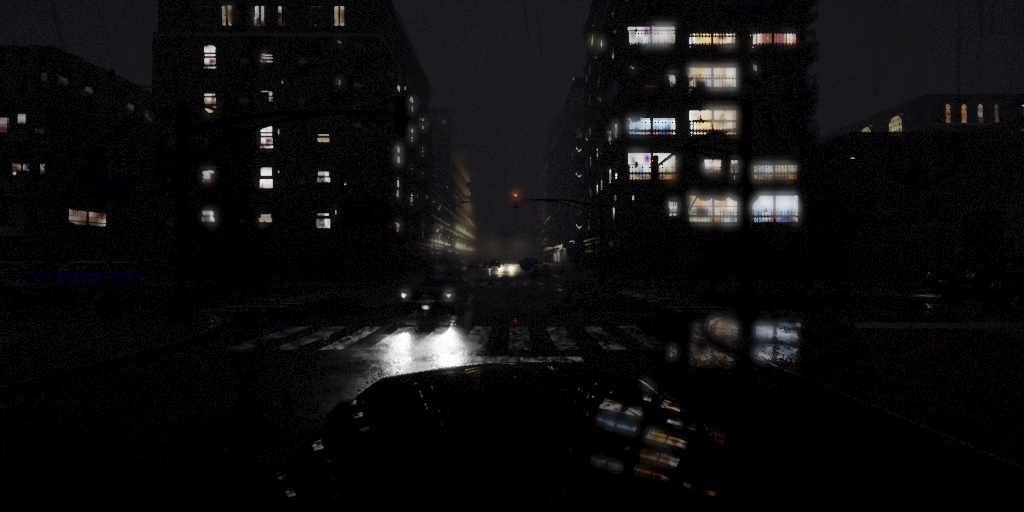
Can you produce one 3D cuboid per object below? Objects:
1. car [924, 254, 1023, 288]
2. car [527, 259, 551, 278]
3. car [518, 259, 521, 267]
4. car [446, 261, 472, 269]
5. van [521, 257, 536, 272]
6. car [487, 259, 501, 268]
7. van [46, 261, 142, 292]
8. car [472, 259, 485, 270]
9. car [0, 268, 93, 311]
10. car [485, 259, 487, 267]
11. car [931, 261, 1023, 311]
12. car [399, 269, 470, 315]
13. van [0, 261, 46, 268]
[{"bbox_3d":[24.915,0.940,18.480,5.566,2.045,2.150,0,-1,1],"label":"car"},{"bbox_3d":[2.615,1.290,33.555,1.751,1.417,4.829,0,0,0],"label":"car"},{"bbox_3d":[2.436,1.100,53.041,2.192,1.841,5.009,0,0,0],"label":"car"},{"bbox_3d":[-5.531,1.317,35.990,2.007,1.370,4.403,0,0,0],"label":"car"},{"bbox_3d":[2.482,1.119,47.388,1.690,1.789,3.998,0,0,0],"label":"van"},{"bbox_3d":[-2.899,1.197,60.147,1.837,1.490,4.892,0,0,0],"label":"car"},{"bbox_3d":[-24.858,1.191,21.580,3.998,1.789,1.690,0,0,1],"label":"van"},{"bbox_3d":[-5.445,1.367,52.963,1.802,1.307,4.207,0,0,0],"label":"car"},{"bbox_3d":[-19.367,1.290,13.628,4.403,1.370,2.007,0,0,1],"label":"car"},{"bbox_3d":[-5.459,1.317,58.451,1.751,1.417,4.829,0,0,0],"label":"car"},{"bbox_3d":[18.660,1.103,13.132,4.097,1.591,1.967,0,0,1],"label":"car"},{"bbox_3d":[-2.780,1.355,13.772,1.895,1.301,4.718,0,0,0],"label":"car"},{"bbox_3d":[-30.452,1.201,21.653,3.998,1.789,1.690,0,0,1],"label":"van"}]
